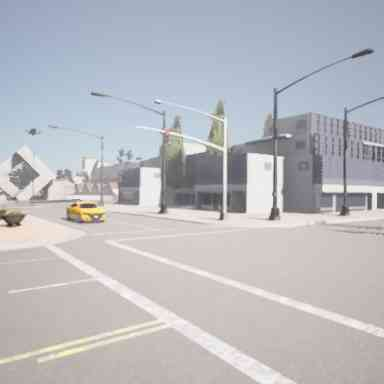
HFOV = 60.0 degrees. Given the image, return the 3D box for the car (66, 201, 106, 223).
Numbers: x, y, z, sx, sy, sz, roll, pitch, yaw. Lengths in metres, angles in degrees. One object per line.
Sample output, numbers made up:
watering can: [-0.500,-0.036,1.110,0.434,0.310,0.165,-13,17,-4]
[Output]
car: [-8.223,1.491,25.678,1.882,1.535,5.008,1,0,-35]
